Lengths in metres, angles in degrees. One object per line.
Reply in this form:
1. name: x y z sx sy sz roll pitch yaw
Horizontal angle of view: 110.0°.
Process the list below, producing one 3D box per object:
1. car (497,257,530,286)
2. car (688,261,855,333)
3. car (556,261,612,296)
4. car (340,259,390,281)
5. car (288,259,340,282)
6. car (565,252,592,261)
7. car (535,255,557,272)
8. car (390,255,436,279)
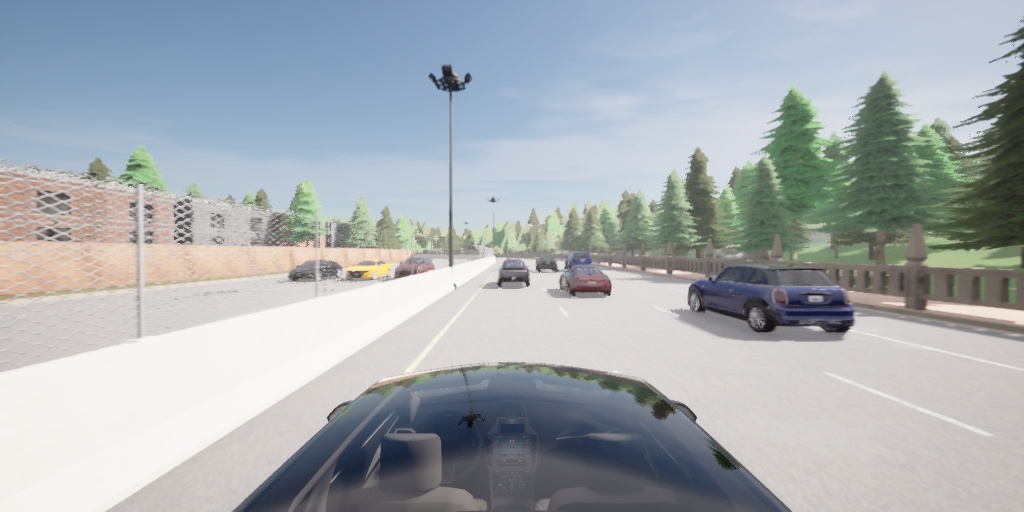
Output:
1. car: 0.106 1.023 22.659 2.128 1.511 4.902 0 1 0
2. car: 7.103 1.009 10.507 2.097 1.767 4.553 0 1 0
3. car: 3.604 1.142 18.117 1.994 1.385 4.181 0 1 0
4. car: -10.590 0.964 26.859 1.882 1.535 5.008 0 1 0
5. car: -14.090 1.000 26.061 1.837 1.490 4.892 0 1 0
6. car: 7.109 0.585 38.661 2.150 2.045 5.566 0 1 0
7. car: 3.610 0.718 38.247 2.097 1.767 4.553 0 1 0
8. car: -7.091 0.840 26.661 2.097 1.767 4.553 0 1 0
